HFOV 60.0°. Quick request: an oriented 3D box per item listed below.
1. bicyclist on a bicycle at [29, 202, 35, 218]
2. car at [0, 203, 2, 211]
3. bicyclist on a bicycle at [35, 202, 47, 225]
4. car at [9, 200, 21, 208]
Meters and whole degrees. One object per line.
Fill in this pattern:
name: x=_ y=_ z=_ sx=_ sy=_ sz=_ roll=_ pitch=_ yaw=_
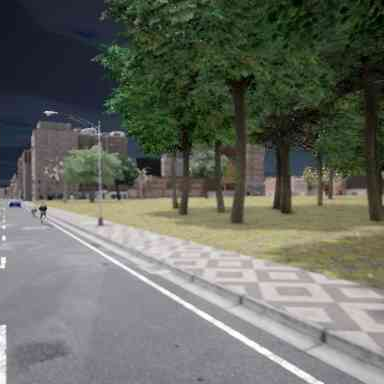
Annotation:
bicyclist on a bicycle: x=-15.753 y=1.790 z=33.160 sx=0.866 sy=1.612 sz=1.509 roll=0 pitch=2 yaw=-29
car: x=-29.791 y=2.090 z=49.946 sx=1.882 sy=1.535 sz=5.008 roll=0 pitch=-1 yaw=-29
bicyclist on a bicycle: x=-11.317 y=1.627 z=25.245 sx=0.659 sy=1.776 sz=1.843 roll=0 pitch=0 yaw=-29
car: x=-33.607 y=2.237 z=63.207 sx=1.882 sy=1.535 sz=5.008 roll=0 pitch=-1 yaw=-29
